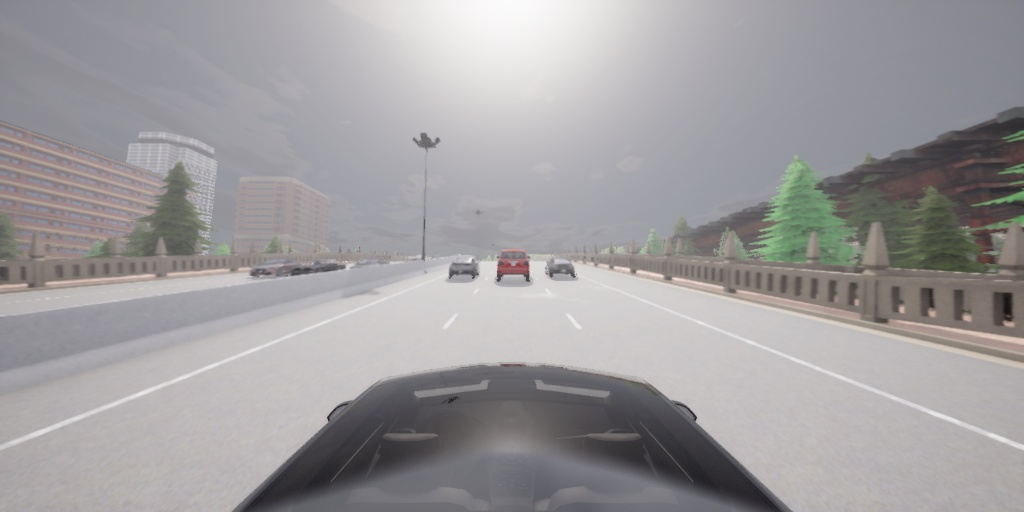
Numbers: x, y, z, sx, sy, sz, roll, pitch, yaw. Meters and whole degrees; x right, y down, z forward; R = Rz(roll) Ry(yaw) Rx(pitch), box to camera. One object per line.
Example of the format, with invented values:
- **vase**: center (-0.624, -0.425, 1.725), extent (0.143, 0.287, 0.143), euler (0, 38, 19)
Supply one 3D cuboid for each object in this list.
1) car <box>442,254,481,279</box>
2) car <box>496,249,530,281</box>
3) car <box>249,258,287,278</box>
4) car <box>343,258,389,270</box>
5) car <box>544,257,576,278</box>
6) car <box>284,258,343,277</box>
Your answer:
- **car**: center (-3.404, 0.810, 26.217), extent (2.128, 1.511, 4.902), euler (0, 1, 0)
- **car**: center (0.095, 0.567, 24.736), extent (2.150, 2.045, 5.566), euler (0, 1, 0)
- **car**: center (-17.583, 0.865, 27.055), extent (1.994, 1.385, 4.181), euler (0, 1, 0)
- **car**: center (-10.585, 0.866, 27.053), extent (1.994, 1.385, 4.181), euler (0, 1, 0)
- **car**: center (3.598, 0.825, 27.246), extent (1.812, 1.442, 4.674), euler (0, 1, 0)
- **car**: center (-14.088, 0.916, 26.319), extent (1.895, 1.301, 4.718), euler (0, 1, 0)
